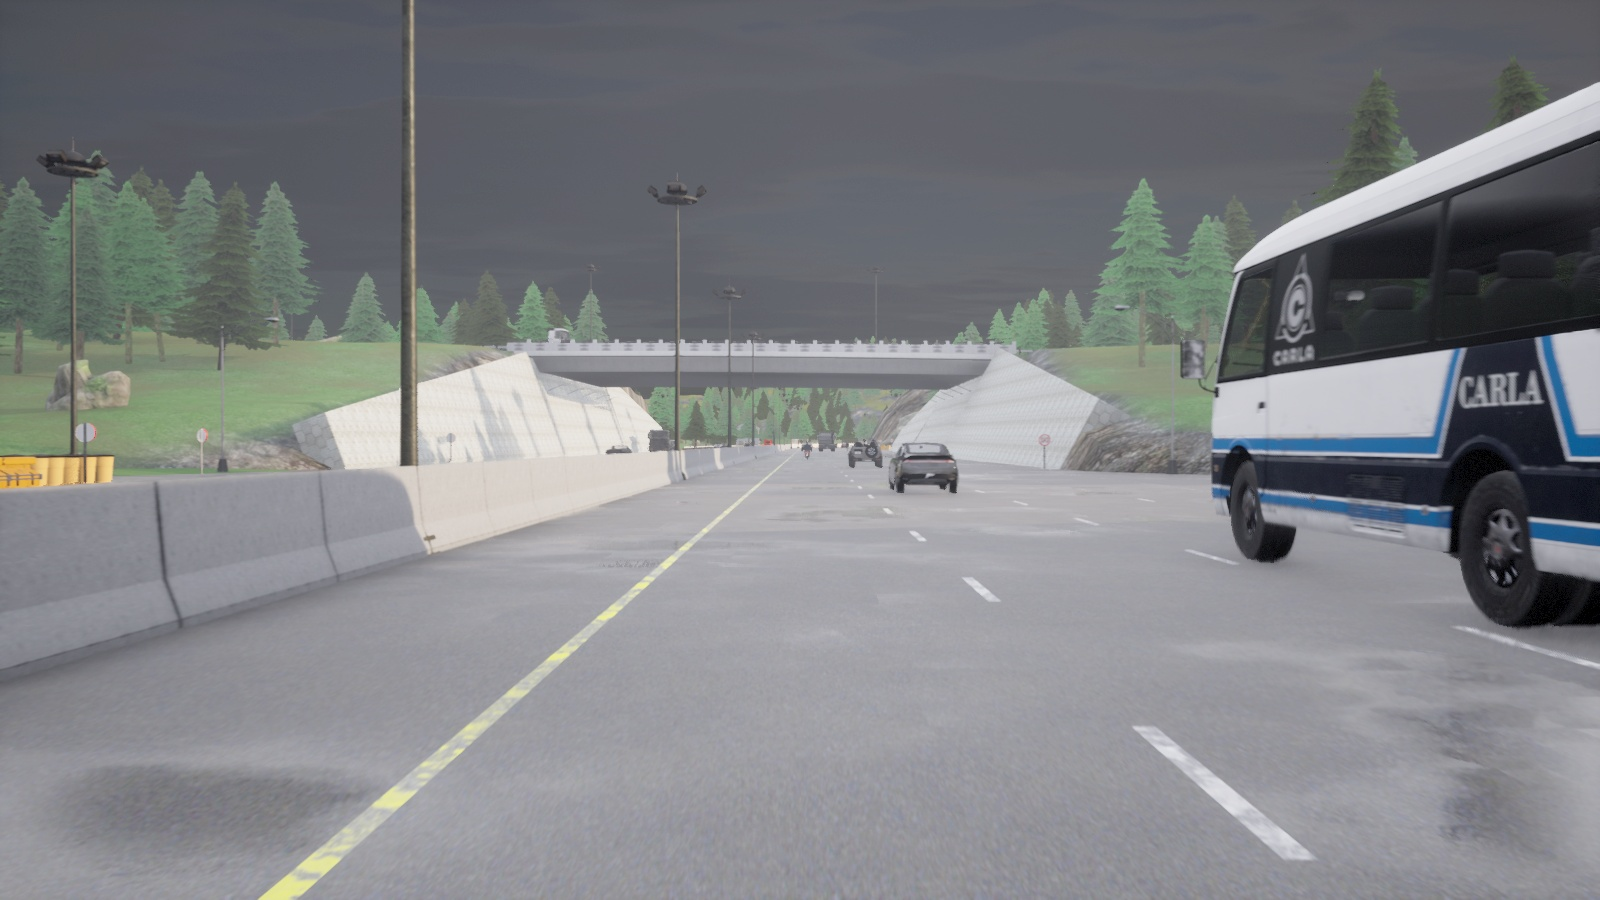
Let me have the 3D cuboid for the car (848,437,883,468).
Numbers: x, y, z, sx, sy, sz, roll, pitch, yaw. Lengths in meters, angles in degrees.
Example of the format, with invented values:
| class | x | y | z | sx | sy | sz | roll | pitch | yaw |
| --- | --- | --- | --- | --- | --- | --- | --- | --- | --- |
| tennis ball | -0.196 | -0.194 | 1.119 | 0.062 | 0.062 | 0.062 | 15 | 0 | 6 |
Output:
| class | x | y | z | sx | sy | sz | roll | pitch | yaw |
| --- | --- | --- | --- | --- | --- | --- | --- | --- | --- |
| car | 3.950 | 0.135 | 76.455 | 1.932 | 1.855 | 4.605 | 0 | 0 | 0 |

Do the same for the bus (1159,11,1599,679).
| class | x | y | z | sx | sy | sz | roll | pitch | yaw |
| --- | --- | --- | --- | --- | --- | --- | --- | --- | --- |
| bus | 7.090 | -0.697 | 12.835 | 3.944 | 4.253 | 10.273 | 0 | 0 | 0 |

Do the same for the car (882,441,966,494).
| class | x | y | z | sx | sy | sz | roll | pitch | yaw |
| --- | --- | --- | --- | --- | --- | --- | --- | --- | --- |
| car | 3.735 | 0.487 | 38.691 | 2.128 | 1.511 | 4.902 | 0 | 0 | 0 |
